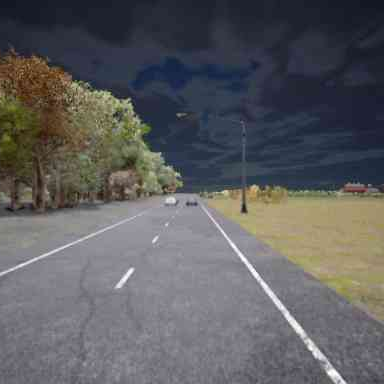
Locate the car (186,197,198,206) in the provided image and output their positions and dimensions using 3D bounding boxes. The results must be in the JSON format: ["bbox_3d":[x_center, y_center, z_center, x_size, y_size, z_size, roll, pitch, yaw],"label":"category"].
[{"bbox_3d":[-0.016,1.621,55.509,1.994,1.385,4.181,0,0,0],"label":"car"}]

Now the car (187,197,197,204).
[{"bbox_3d":[-0.021,1.629,65.582,1.994,1.385,4.181,0,0,0],"label":"car"}]

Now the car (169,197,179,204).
[{"bbox_3d":[-3.520,1.673,65.611,1.895,1.301,4.718,0,0,0],"label":"car"}]

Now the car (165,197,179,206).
[{"bbox_3d":[-3.516,1.583,55.541,1.812,1.442,4.674,0,0,0],"label":"car"}]
